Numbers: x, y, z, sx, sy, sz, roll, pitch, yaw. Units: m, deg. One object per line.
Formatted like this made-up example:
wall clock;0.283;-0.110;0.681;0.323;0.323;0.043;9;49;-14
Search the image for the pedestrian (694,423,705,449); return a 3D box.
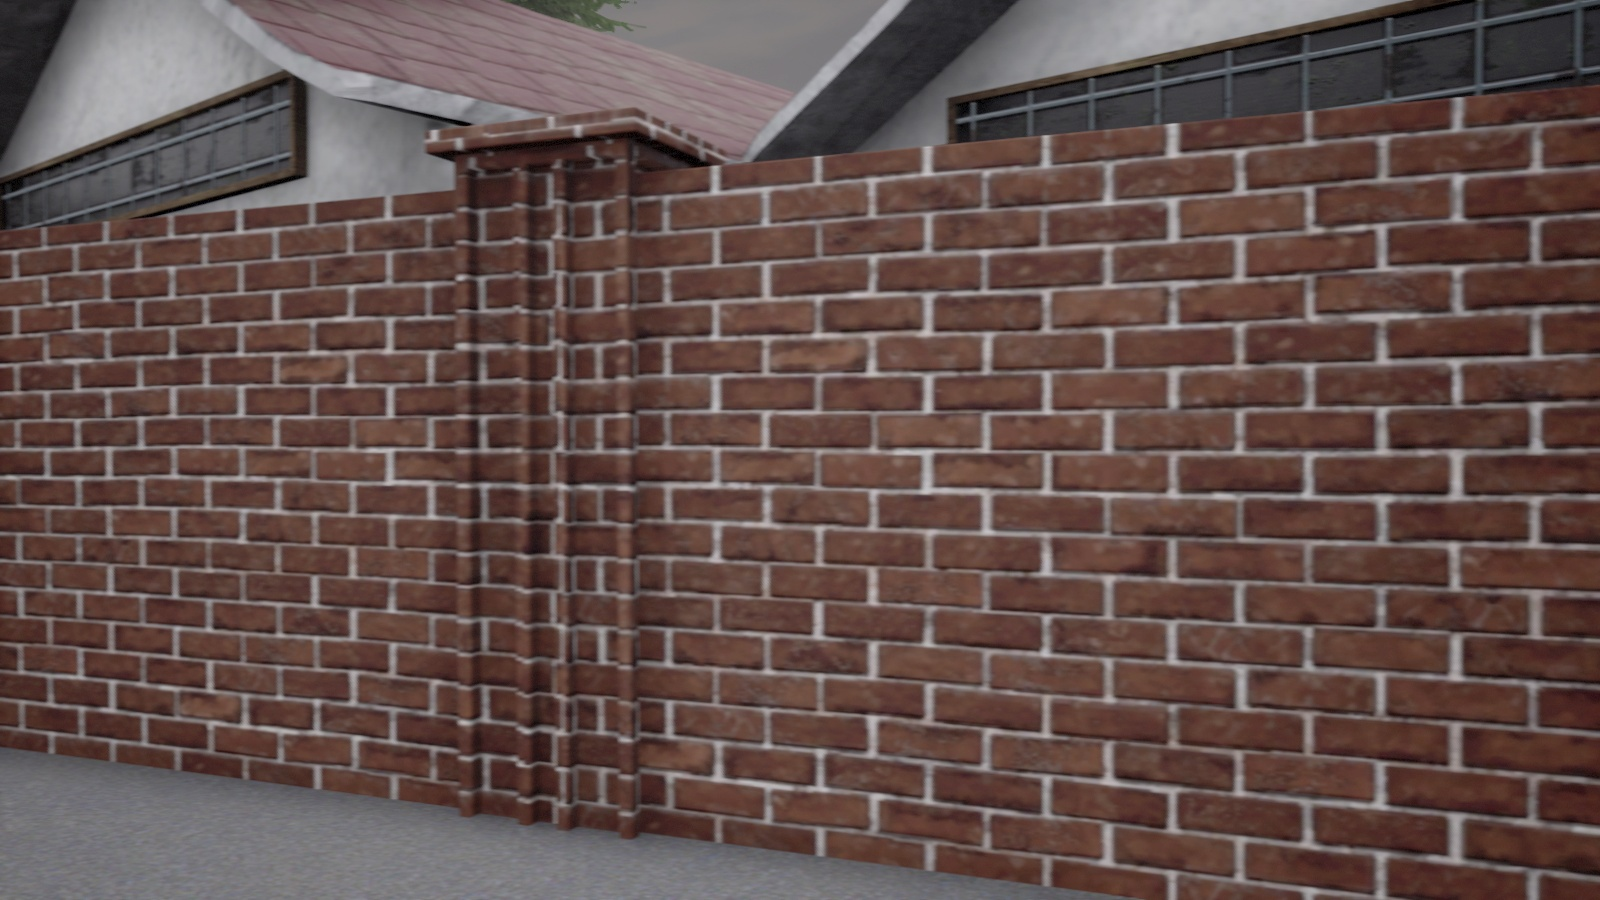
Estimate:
pedestrian;-7.198;-0.999;89.785;0.703;1.840;0.431;1;1;42
